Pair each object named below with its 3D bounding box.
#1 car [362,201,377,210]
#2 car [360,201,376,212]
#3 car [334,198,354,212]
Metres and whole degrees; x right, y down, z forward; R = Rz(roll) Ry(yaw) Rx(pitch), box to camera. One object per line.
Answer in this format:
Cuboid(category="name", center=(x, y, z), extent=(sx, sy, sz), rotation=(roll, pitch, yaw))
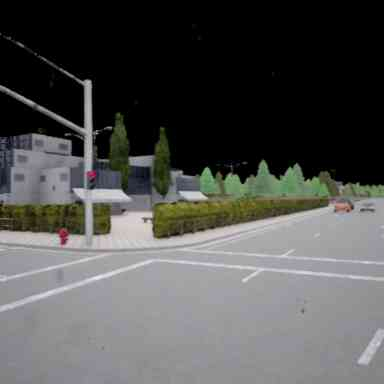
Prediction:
Cuboid(category="car", center=(30.839, 2.332, 57.847), extent=(2.128, 1.511, 4.902), rotation=(-2, -2, 29))
Cuboid(category="car", center=(26.302, 2.329, 49.771), extent=(1.895, 1.301, 4.718), rotation=(-2, -2, 29))
Cuboid(category="car", center=(23.045, 2.158, 50.935), extent=(2.097, 1.767, 4.553), rotation=(-2, -1, 29))
